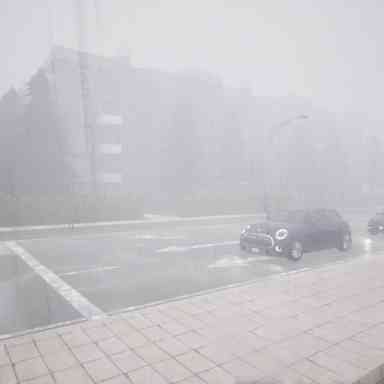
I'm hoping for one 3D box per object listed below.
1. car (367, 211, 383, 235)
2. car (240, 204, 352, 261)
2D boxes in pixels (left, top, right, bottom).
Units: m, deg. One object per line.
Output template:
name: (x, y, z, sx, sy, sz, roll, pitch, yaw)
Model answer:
car: (11.233, 1.505, 17.711, 4.892, 1.490, 1.837, 0, 0, -36)
car: (3.920, 1.352, 12.406, 4.553, 1.767, 2.097, 0, 0, -36)
